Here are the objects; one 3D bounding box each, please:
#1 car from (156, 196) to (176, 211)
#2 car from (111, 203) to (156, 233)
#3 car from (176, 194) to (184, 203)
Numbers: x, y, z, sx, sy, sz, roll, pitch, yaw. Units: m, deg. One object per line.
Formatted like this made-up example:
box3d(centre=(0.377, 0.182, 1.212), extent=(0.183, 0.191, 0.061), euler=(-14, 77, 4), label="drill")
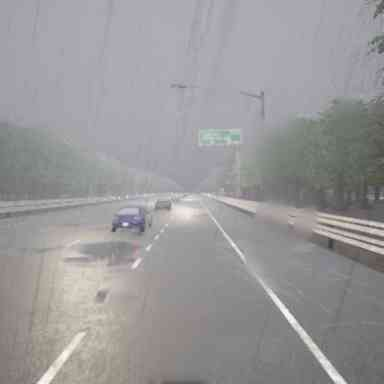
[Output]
box3d(centre=(-3.409, 1.476, 40.357), extent=(2.128, 1.511, 4.902), euler=(0, 0, 0), label="car")
box3d(centre=(-3.475, 1.526, 19.684), extent=(1.812, 1.442, 4.674), euler=(0, 0, 0), label="car")
box3d(centre=(-3.302, 1.506, 67.515), extent=(2.033, 1.411, 5.357), euler=(0, 0, 0), label="car")
